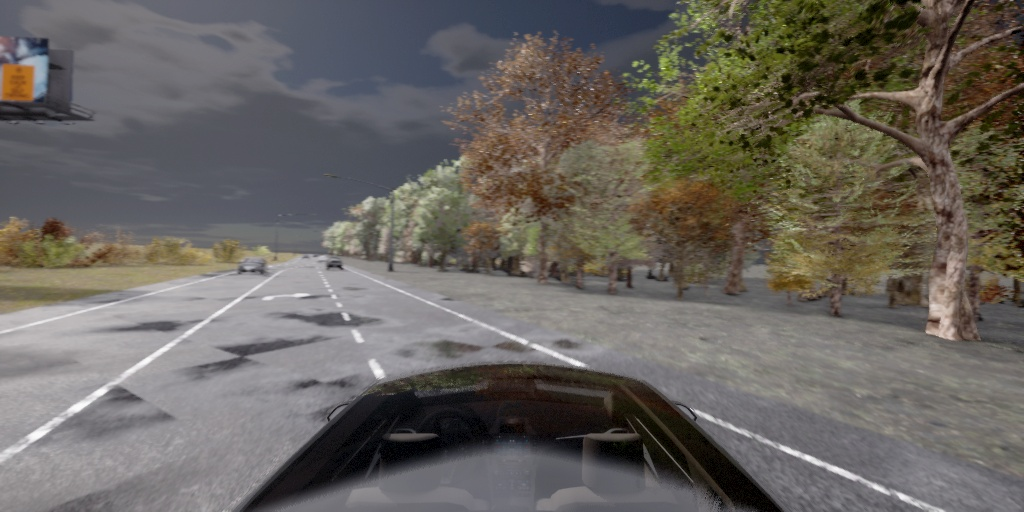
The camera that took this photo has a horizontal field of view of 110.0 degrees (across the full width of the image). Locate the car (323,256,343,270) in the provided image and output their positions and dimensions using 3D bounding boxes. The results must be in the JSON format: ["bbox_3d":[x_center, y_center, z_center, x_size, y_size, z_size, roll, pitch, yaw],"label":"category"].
[{"bbox_3d":[-22.695,0.961,45.734,1.837,1.490,4.892,2,-1,-30],"label":"car"}]

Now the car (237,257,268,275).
[{"bbox_3d":[-22.695,0.828,31.506,2.128,1.511,4.902,2,-1,-29],"label":"car"}]
